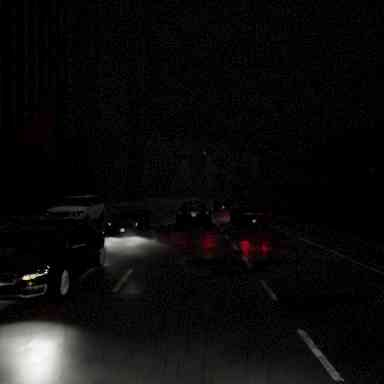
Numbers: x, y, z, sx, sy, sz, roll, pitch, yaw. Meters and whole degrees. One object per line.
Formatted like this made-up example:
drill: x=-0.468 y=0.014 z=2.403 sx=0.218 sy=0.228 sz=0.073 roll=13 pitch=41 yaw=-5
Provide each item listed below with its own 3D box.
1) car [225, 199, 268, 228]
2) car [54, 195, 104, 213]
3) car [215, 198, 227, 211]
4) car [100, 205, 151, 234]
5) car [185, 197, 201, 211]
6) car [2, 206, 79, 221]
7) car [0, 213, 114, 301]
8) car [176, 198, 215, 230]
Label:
car: x=3.603 y=1.472 z=21.666 sx=2.128 sy=1.511 sz=4.902 roll=0 pitch=0 yaw=0
car: x=-6.997 y=1.196 z=20.615 sx=2.150 sy=2.045 sz=5.566 roll=0 pitch=0 yaw=0
car: x=3.591 y=1.469 z=40.515 sx=1.837 sy=1.490 sz=4.892 roll=0 pitch=0 yaw=0
car: x=-3.497 y=1.530 z=19.406 sx=2.033 sy=1.411 sz=5.357 roll=0 pitch=0 yaw=0
car: x=0.094 y=1.442 z=40.708 sx=1.882 sy=1.535 sz=5.008 roll=0 pitch=0 yaw=0
car: x=-7.036 y=1.535 z=14.497 sx=2.033 sy=1.411 sz=5.357 roll=0 pitch=0 yaw=1
car: x=-3.575 y=1.499 z=8.489 sx=1.837 sy=1.490 sz=4.892 roll=0 pitch=0 yaw=0
car: x=0.103 y=1.333 z=21.261 sx=2.097 sy=1.767 sz=4.553 roll=0 pitch=0 yaw=0
